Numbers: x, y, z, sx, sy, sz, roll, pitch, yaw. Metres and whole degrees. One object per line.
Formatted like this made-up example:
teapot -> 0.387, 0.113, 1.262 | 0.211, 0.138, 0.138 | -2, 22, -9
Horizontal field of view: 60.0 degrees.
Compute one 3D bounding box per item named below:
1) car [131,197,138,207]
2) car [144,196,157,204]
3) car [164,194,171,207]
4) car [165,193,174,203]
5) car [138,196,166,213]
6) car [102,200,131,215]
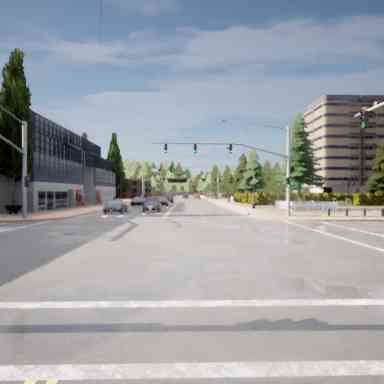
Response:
car -> -8.155, 1.480, 50.684 | 1.882, 1.535, 5.008 | 0, 0, -1
car -> -8.359, 1.576, 67.485 | 2.033, 1.411, 5.357 | 0, 0, -1
car -> -4.672, 1.481, 51.795 | 1.882, 1.535, 5.008 | 0, 1, -1
car -> -4.866, 1.275, 67.899 | 2.150, 2.045, 5.566 | 0, 1, -1
car -> -4.426, 1.492, 37.303 | 2.128, 1.511, 4.902 | 0, 0, -1
car -> -7.873, 1.527, 34.527 | 1.812, 1.442, 4.674 | 0, 0, -1
